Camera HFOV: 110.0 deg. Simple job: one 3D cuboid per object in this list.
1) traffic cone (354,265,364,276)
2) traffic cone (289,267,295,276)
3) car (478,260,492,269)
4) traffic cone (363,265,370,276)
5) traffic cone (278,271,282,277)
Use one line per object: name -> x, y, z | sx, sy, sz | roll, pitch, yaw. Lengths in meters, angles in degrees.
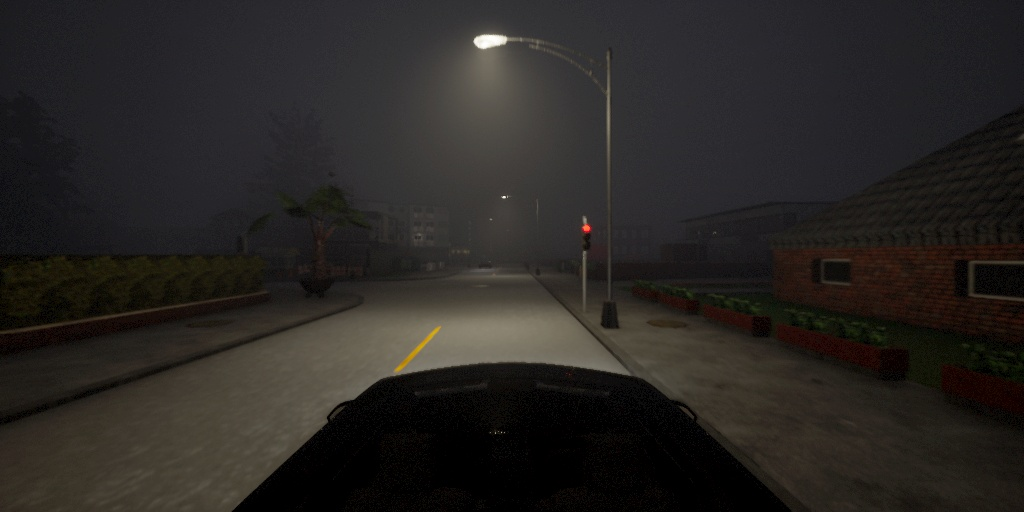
traffic cone -> -15.775, 1.518, 37.029 | 0.344, 0.586, 0.344 | 0, 0, 0
traffic cone -> -19.819, 1.530, 32.143 | 0.344, 0.586, 0.344 | 0, 0, 0
car -> -4.036, 1.295, 54.441 | 1.895, 1.301, 4.718 | 0, 0, 0
traffic cone -> -15.415, 1.514, 37.599 | 0.344, 0.586, 0.344 | 0, 0, 0
traffic cone -> -20.338, 1.560, 31.422 | 0.344, 0.586, 0.344 | 0, 0, 0
